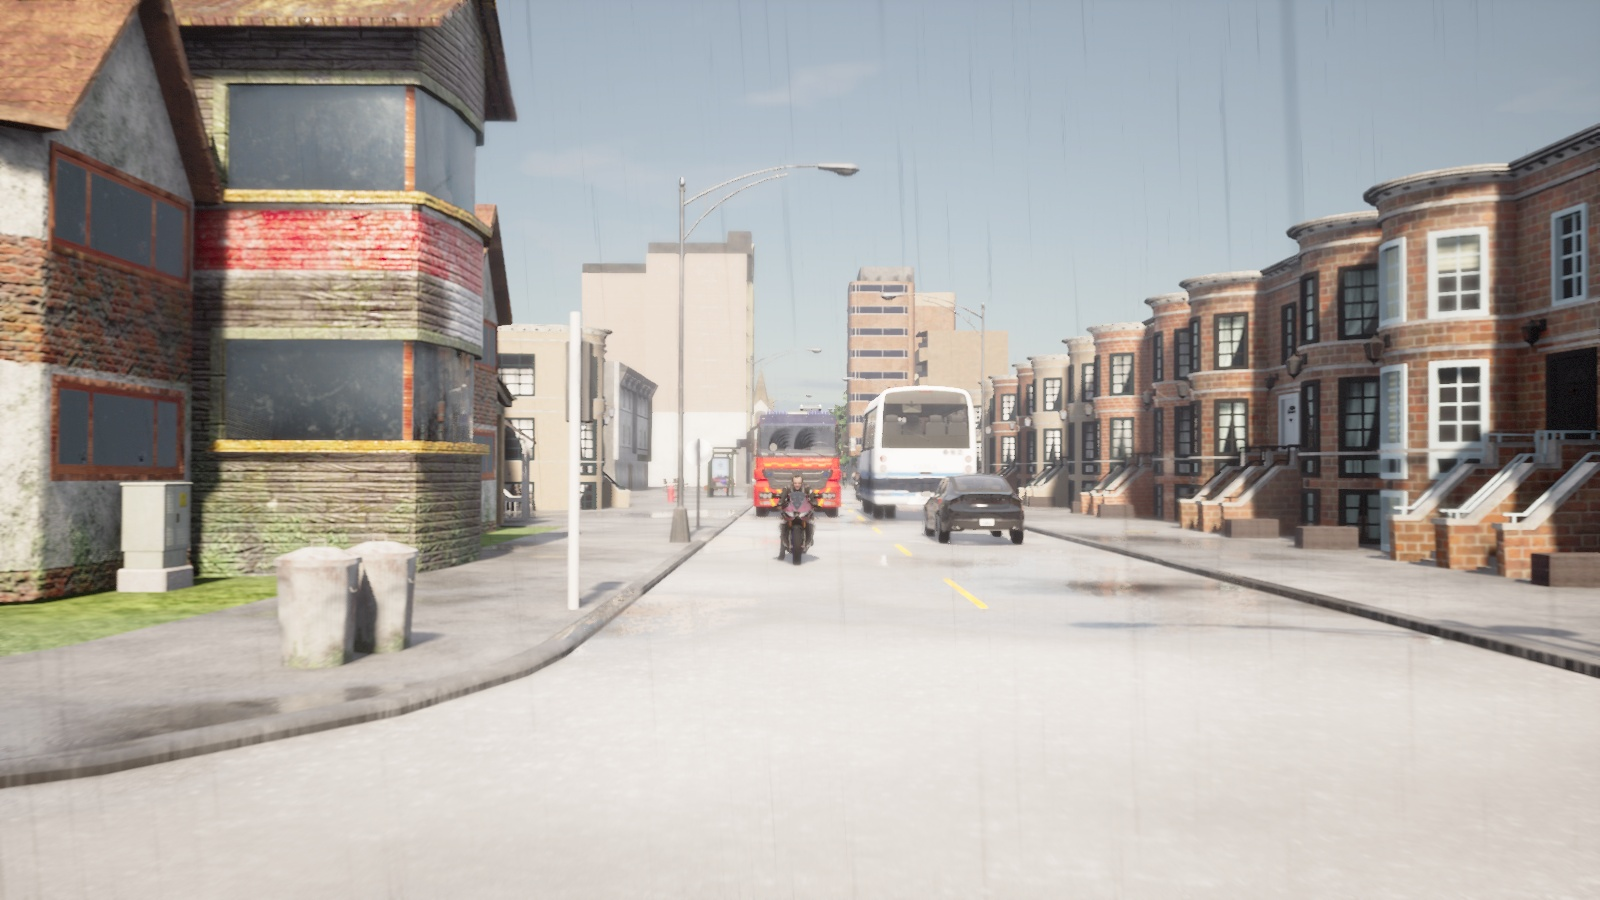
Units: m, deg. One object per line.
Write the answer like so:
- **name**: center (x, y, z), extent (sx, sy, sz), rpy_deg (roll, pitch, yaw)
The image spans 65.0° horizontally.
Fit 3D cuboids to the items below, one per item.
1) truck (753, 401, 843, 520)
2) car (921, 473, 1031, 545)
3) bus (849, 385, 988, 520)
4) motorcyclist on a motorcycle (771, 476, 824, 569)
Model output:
- **truck**: center (-0.079, 0.399, 44.709), extent (2.891, 3.827, 8.468), rpy_deg (0, -1, 0)
- **car**: center (3.950, 1.288, 28.951), extent (1.837, 1.490, 4.892), rpy_deg (0, -1, 0)
- **bus**: center (3.923, 0.171, 44.728), extent (3.944, 4.253, 10.273), rpy_deg (0, -1, 0)
- **motorcyclist on a motorcycle**: center (-0.036, 1.214, 21.745), extent (0.866, 1.530, 2.191), rpy_deg (0, -1, 0)
